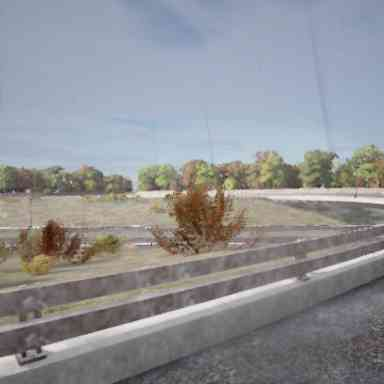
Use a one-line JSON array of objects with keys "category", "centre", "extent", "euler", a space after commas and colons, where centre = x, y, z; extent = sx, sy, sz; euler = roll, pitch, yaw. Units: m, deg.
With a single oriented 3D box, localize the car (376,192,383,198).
[{"category": "car", "centre": [43.994, 0.794, 76.112], "extent": [1.812, 1.442, 4.674], "euler": [-1, 0, 3]}]
